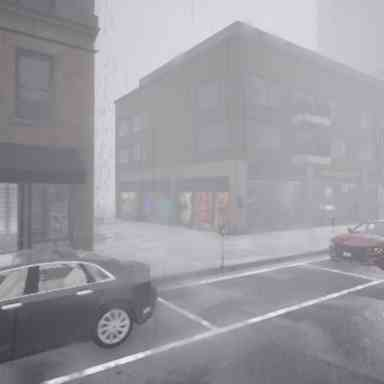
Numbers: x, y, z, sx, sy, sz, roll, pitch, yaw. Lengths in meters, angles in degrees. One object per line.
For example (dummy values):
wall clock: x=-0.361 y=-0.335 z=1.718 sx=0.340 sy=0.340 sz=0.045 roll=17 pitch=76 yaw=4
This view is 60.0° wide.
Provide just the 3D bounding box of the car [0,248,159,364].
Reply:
car: x=-2.593 y=1.553 z=4.682 sx=4.403 sy=1.369 sz=2.008 roll=0 pitch=0 yaw=-36

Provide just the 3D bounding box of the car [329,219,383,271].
car: x=6.399 y=1.602 z=11.105 sx=4.507 sy=1.381 sz=1.887 roll=0 pitch=0 yaw=-36
